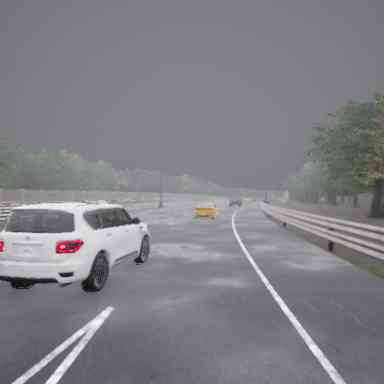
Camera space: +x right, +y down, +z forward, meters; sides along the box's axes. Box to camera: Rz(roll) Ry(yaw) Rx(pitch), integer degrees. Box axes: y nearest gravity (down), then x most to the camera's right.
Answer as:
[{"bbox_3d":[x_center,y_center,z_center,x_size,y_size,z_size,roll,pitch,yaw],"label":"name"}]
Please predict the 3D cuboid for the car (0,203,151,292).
[{"bbox_3d":[-2.900,1.320,9.466,2.150,2.045,5.566,0,-1,10],"label":"car"}]

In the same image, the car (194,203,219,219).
[{"bbox_3d":[1.510,1.814,32.788,1.882,1.535,5.008,0,-1,11],"label":"car"}]

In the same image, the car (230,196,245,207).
[{"bbox_3d":[8.869,1.897,66.653,2.150,2.045,5.566,0,-1,13],"label":"car"}]
